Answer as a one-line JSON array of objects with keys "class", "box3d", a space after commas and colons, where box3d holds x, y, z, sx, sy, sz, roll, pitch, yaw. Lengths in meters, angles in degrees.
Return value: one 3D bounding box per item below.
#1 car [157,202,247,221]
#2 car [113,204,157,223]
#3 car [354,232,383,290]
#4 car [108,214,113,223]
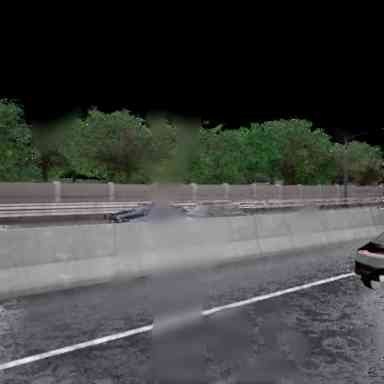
[{"class": "car", "box3d": [0.804, 1.364, 17.460, 4.553, 1.767, 2.097, 0, 0, -35]}, {"class": "car", "box3d": [-1.657, 1.558, 20.005, 5.357, 1.411, 2.033, 0, 0, -35]}, {"class": "car", "box3d": [5.784, 1.502, 7.872, 4.902, 1.511, 2.128, 0, 0, -35]}, {"class": "car", "box3d": [-3.056, 1.559, 23.306, 5.357, 1.411, 2.033, 0, 0, -36]}]
